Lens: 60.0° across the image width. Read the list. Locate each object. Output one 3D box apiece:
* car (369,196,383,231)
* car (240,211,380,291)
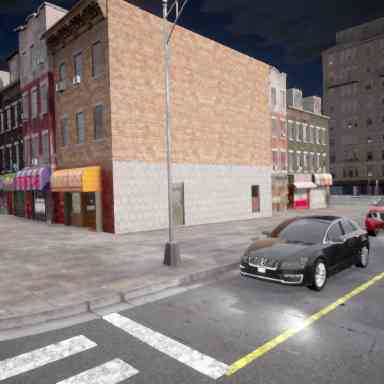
[{"bbox_3d":[10.298,1.020,16.059,2.150,2.045,5.566,0,1,45],"label":"car"},{"bbox_3d":[3.238,1.430,9.015,1.837,1.490,4.892,0,1,45],"label":"car"}]
